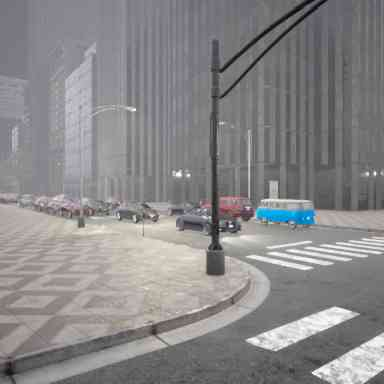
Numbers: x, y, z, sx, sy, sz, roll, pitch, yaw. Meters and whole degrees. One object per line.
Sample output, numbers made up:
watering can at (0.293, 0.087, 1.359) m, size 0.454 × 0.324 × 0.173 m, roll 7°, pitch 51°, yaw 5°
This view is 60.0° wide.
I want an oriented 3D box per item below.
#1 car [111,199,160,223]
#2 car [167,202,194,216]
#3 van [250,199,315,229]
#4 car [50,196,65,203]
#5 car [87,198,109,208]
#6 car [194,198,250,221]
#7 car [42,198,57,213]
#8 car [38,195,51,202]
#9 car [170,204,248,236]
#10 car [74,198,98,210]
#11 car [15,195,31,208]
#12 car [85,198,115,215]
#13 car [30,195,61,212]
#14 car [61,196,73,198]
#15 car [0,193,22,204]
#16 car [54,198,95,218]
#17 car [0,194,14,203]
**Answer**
car at (-4.331, 1.538, 26.008) m, size 1.837 × 1.490 × 4.892 m, roll 0°, pitch 0°, yaw -36°
car at (-0.603, 1.600, 31.002) m, size 1.947 × 1.339 × 4.313 m, roll 0°, pitch 0°, yaw -36°
van at (6.052, 1.379, 21.893) m, size 1.690 × 1.788 × 3.998 m, roll 0°, pitch 0°, yaw -36°
car at (-27.319, 1.513, 67.575) m, size 1.752 × 1.417 × 4.829 m, roll 0°, pitch 0°, yaw -36°
car at (-13.911, 1.603, 49.219) m, size 1.802 × 1.307 × 4.206 m, roll 0°, pitch 0°, yaw -36°
car at (2.725, 1.352, 26.448) m, size 2.192 × 1.841 × 5.009 m, roll 0°, pitch 0°, yaw -36°
car at (-14.156, 1.607, 35.101) m, size 1.802 × 1.307 × 4.206 m, roll 0°, pitch 0°, yaw -36°
car at (-33.987, 1.484, 76.713) m, size 1.752 × 1.417 × 4.829 m, roll 0°, pitch 0°, yaw -35°
car at (0.852, 1.600, 18.910) m, size 1.994 × 1.385 × 4.181 m, roll 0°, pitch 0°, yaw -36°
car at (-14.456, 1.548, 45.206) m, size 1.812 × 1.442 × 4.674 m, roll 0°, pitch 0°, yaw -36°
car at (-24.135, 1.564, 48.762) m, size 2.008 × 1.369 × 4.403 m, roll 0°, pitch 0°, yaw -36°
car at (-9.851, 1.532, 33.573) m, size 1.837 × 1.490 × 4.892 m, roll 0°, pitch 0°, yaw -36°
car at (-17.482, 1.462, 39.655) m, size 1.967 × 1.590 × 4.097 m, roll 0°, pitch 0°, yaw -36°
car at (-15.633, 1.548, 41.556) m, size 1.812 × 1.442 × 4.674 m, roll 0°, pitch 0°, yaw -36°
car at (-34.115, 1.300, 62.424) m, size 2.192 × 1.841 × 5.009 m, roll 0°, pitch 0°, yaw -36°
car at (-10.829, 1.572, 30.547) m, size 1.887 × 1.381 × 4.507 m, roll 0°, pitch 0°, yaw -36°
car at (-37.442, 1.287, 66.978) m, size 2.192 × 1.841 × 5.009 m, roll 0°, pitch 0°, yaw -36°
